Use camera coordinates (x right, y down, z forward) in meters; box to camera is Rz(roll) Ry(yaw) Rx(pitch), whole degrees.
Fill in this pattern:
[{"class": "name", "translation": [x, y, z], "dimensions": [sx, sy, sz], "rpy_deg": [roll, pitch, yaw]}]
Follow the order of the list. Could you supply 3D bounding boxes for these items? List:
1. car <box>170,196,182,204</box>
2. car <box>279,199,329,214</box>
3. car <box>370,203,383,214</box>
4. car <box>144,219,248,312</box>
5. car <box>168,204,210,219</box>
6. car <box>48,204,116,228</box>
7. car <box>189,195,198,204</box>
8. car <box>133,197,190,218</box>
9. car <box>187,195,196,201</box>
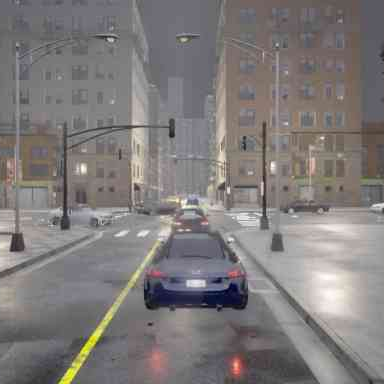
[{"class": "car", "translation": [-3.074, 1.586, 65.778], "dimensions": [2.033, 1.411, 5.357], "rpy_deg": [0, 0, 1]}, {"class": "car", "translation": [11.161, 1.450, 33.319], "dimensions": [4.892, 1.490, 1.837], "rpy_deg": [0, 0, 0]}, {"class": "car", "translation": [20.442, 1.438, 33.372], "dimensions": [4.674, 1.442, 1.812], "rpy_deg": [0, 0, 0]}, {"class": "car", "translation": [0.084, 1.564, 7.807], "dimensions": [1.994, 1.385, 4.181], "rpy_deg": [0, 0, 0]}, {"class": "car", "translation": [-0.085, 1.525, 16.551], "dimensions": [1.812, 1.442, 4.674], "rpy_deg": [0, 0, -1]}, {"class": "car", "translation": [-7.321, 1.545, 22.138], "dimensions": [4.674, 1.442, 1.812], "rpy_deg": [0, 0, 18]}, {"class": "car", "translation": [0.081, 1.509, 58.990], "dimensions": [1.882, 1.535, 5.008], "rpy_deg": [0, 0, 0]}, {"class": "car", "translation": [-2.945, 1.495, 29.966], "dimensions": [4.902, 1.511, 2.128], "rpy_deg": [0, 1, -42]}, {"class": "car", "translation": [-0.103, 1.583, 86.314], "dimensions": [2.128, 1.511, 4.902], "rpy_deg": [0, 0, 0]}]
